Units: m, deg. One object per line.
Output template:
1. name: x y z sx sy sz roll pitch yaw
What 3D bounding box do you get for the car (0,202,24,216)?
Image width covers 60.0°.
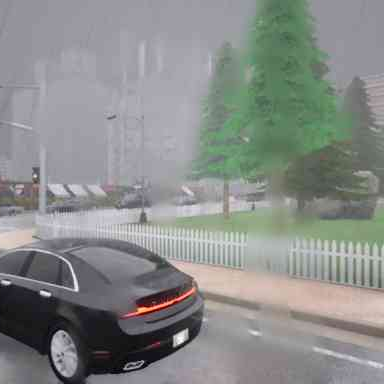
1. car: -17.949 1.592 29.991 1.895 1.301 4.718 0 0 36

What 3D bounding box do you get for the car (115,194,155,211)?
1. car: -6.783 1.214 40.225 2.150 2.045 5.566 0 0 34

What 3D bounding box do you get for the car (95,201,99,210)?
1. car: -12.814 1.469 37.524 1.882 1.535 5.008 0 0 34

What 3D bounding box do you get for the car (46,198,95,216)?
1. car: -12.255 1.484 32.077 2.128 1.511 4.902 0 0 34

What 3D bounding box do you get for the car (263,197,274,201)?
1. car: 15.008 1.558 59.779 1.994 1.385 4.181 0 0 34

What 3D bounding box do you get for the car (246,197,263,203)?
1. car: 11.911 1.215 61.444 2.150 2.045 5.566 0 0 34

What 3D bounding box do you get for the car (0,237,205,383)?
1. car: -2.100 1.504 5.425 4.892 1.490 1.837 0 0 36

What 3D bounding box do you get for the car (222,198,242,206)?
1. car: 6.424 1.519 53.255 1.812 1.442 4.674 0 0 34

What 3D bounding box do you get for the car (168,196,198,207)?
1. car: -1.080 1.344 48.688 2.097 1.767 4.553 0 0 34

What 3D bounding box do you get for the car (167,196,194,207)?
1. car: -1.813 1.496 53.850 1.837 1.490 4.892 0 0 34
